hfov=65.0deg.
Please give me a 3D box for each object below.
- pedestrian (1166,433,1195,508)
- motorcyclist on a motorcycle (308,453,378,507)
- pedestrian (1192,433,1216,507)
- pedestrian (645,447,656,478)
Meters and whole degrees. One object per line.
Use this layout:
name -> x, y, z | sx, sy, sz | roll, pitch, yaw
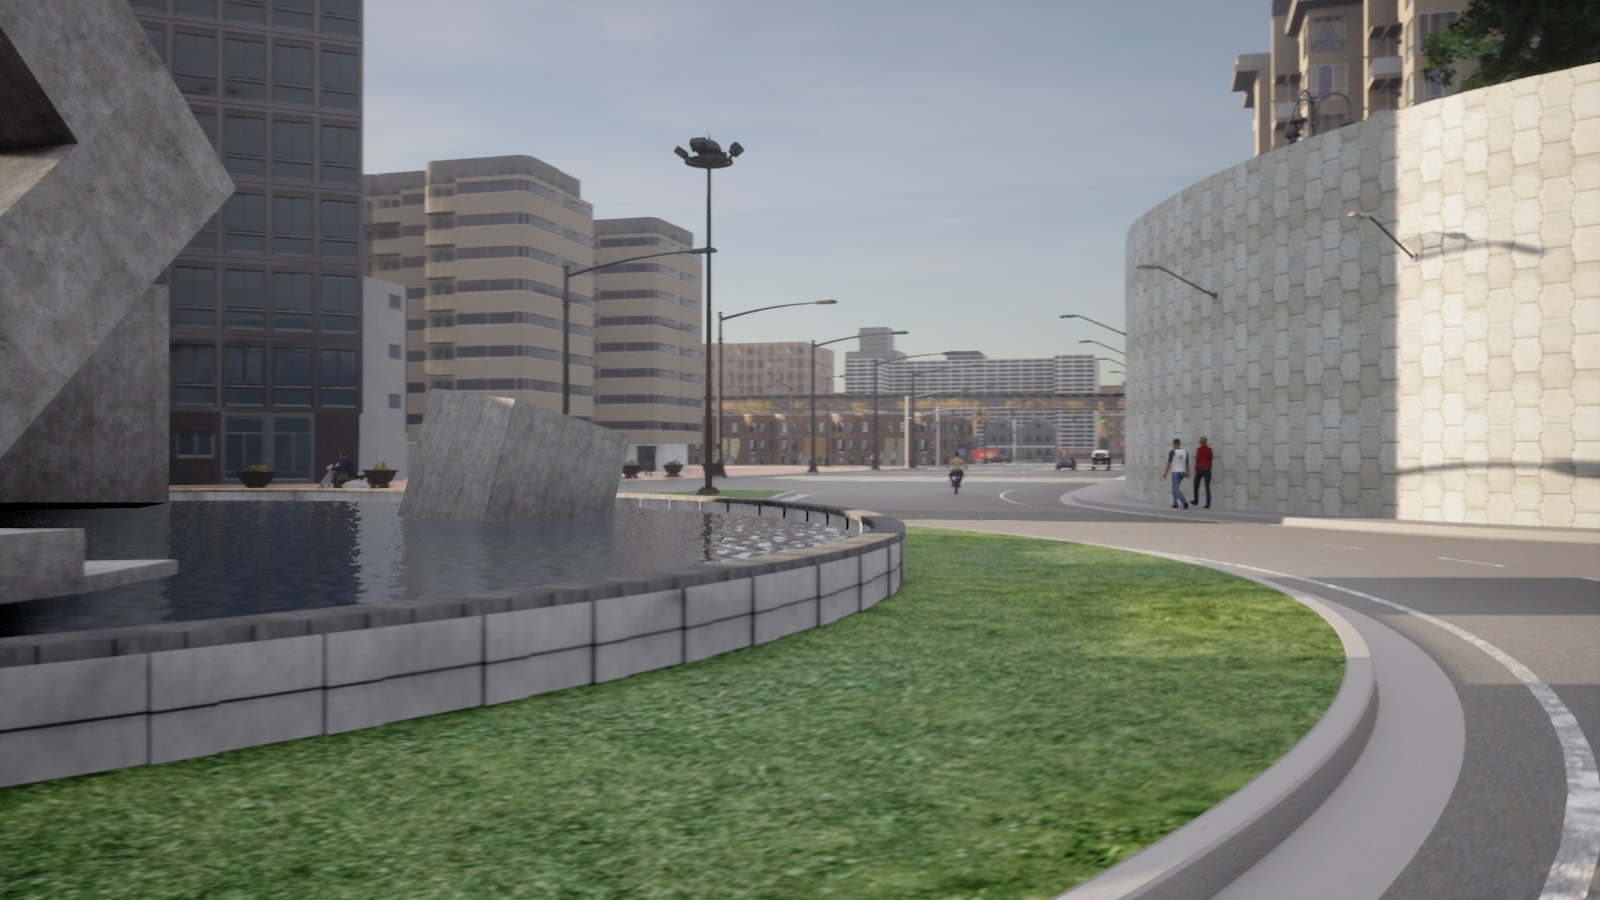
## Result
pedestrian -> 9.450, 0.496, 31.210 | 0.354, 1.836, 0.706 | 0, 0, -16
motorcyclist on a motorcycle -> -13.835, 0.898, 38.028 | 1.817, 1.590, 0.866 | 0, 0, -3
pedestrian -> 10.066, 0.495, 31.311 | 0.331, 1.846, 0.636 | 0, 0, -6
pedestrian -> -9.104, 0.762, 76.578 | 0.370, 1.835, 0.726 | 0, 0, 19
